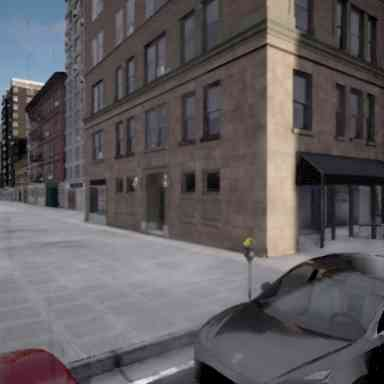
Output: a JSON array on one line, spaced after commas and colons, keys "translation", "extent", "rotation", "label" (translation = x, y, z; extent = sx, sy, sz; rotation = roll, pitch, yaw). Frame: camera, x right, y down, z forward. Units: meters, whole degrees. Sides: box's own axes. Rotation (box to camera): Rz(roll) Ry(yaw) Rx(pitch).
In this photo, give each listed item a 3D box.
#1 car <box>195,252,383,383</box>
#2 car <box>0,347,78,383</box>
[{"translation": [2.052, 1.558, 4.280], "extent": [4.313, 1.339, 1.947], "rotation": [0, 0, -36], "label": "car"}, {"translation": [-2.574, 1.541, 0.980], "extent": [4.507, 1.381, 1.887], "rotation": [0, 0, -36], "label": "car"}]
